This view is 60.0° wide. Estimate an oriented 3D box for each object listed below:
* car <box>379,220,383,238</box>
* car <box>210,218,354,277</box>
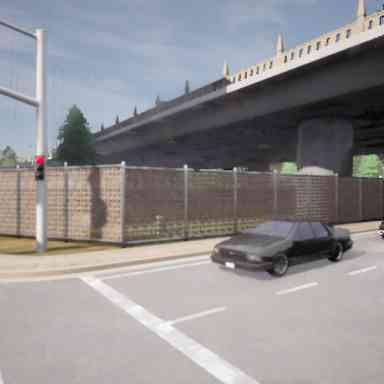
[{"bbox_3d":[10.935,1.489,16.090,4.892,1.490,1.837,0,0,-36],"label":"car"},{"bbox_3d":[3.090,1.550,10.520,5.357,1.411,2.033,0,0,-39],"label":"car"}]
